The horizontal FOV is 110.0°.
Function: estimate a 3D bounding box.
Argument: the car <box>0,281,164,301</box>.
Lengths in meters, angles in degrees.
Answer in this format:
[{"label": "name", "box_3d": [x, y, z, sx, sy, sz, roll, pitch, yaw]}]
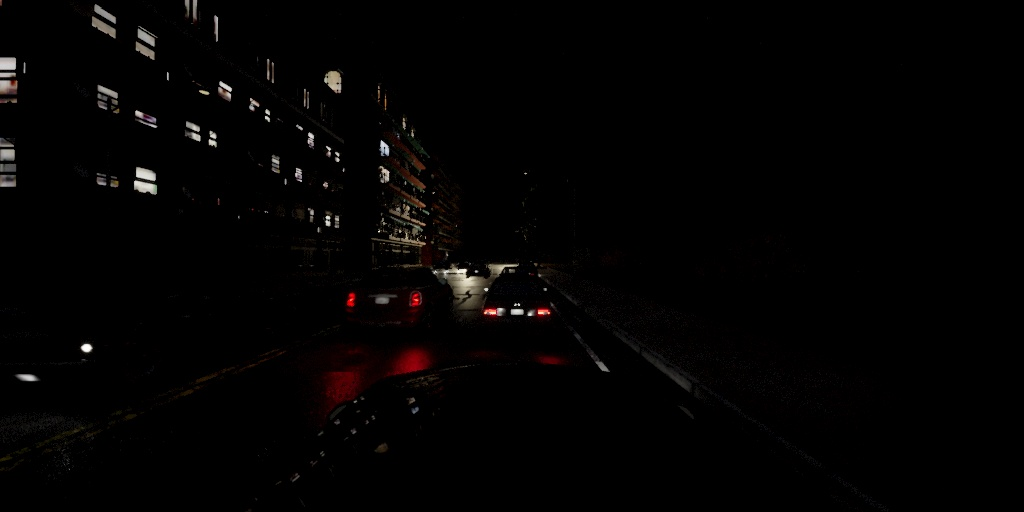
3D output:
[{"label": "car", "box_3d": [-9.842, 1.298, 8.288, 2.033, 1.411, 5.357, 0, 0, 0]}]

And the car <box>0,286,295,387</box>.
[{"label": "car", "box_3d": [-6.592, 1.352, 7.091, 1.895, 1.301, 4.718, 0, 0, 0]}]

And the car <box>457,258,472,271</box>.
[{"label": "car", "box_3d": [-6.534, 1.105, 50.510, 2.097, 1.767, 4.553, 0, 0, 0]}]

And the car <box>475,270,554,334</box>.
[{"label": "car", "box_3d": [0.113, 1.299, 10.538, 2.033, 1.411, 5.357, 0, 0, 0]}]

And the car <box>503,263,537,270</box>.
[{"label": "car", "box_3d": [0.124, 1.301, 20.899, 2.033, 1.411, 5.357, 0, 0, 0]}]

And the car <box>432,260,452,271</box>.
[{"label": "car", "box_3d": [-9.785, 1.279, 50.339, 1.812, 1.442, 4.674, 0, 0, 0]}]

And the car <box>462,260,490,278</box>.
[{"label": "car", "box_3d": [-3.108, 1.318, 33.319, 1.994, 1.385, 4.181, 0, 0, 0]}]

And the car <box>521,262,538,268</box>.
[{"label": "car", "box_3d": [1.174, 1.259, 30.666, 1.837, 1.490, 4.892, 0, 0, 0]}]

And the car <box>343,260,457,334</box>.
[{"label": "car", "box_3d": [-3.140, 1.105, 10.807, 2.097, 1.767, 4.553, 0, 0, 0]}]
